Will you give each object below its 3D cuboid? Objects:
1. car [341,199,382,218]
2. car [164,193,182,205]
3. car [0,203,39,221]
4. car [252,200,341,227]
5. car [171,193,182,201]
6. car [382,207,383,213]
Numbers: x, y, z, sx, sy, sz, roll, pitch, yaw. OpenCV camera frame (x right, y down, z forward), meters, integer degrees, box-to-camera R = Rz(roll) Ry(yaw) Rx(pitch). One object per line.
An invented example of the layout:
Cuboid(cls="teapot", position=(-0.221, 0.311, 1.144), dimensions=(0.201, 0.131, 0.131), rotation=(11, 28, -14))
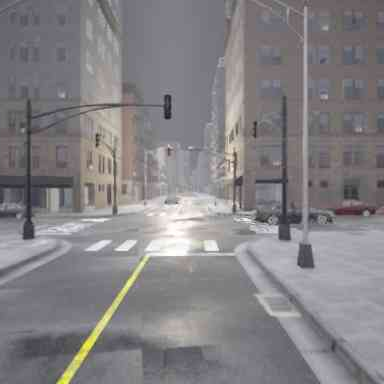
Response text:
Cuboid(cls="car", position=(12.125, 1.280, 26.425), dimensions=(4.507, 1.381, 1.887), rotation=(-1, 1, 0))
Cuboid(cls="car", position=(-3.080, 1.228, 50.953), dimensions=(1.994, 1.385, 4.181), rotation=(0, 0, 0))
Cuboid(cls="car", position=(-14.638, 1.548, 26.604), dimensions=(4.403, 1.369, 2.008), rotation=(-1, 1, 0))
Cuboid(cls="car", position=(6.225, 1.358, 20.611), dimensions=(4.892, 1.490, 1.837), rotation=(-1, 0, 0))
Cuboid(cls="car", position=(-3.035, 1.013, 66.592), dimensions=(1.882, 1.535, 5.008), rotation=(0, 1, 0))
Cuboid(cls="car", position=(17.447, 1.209, 26.388), dimensions=(4.829, 1.417, 1.752), rotation=(-1, 1, 0))
